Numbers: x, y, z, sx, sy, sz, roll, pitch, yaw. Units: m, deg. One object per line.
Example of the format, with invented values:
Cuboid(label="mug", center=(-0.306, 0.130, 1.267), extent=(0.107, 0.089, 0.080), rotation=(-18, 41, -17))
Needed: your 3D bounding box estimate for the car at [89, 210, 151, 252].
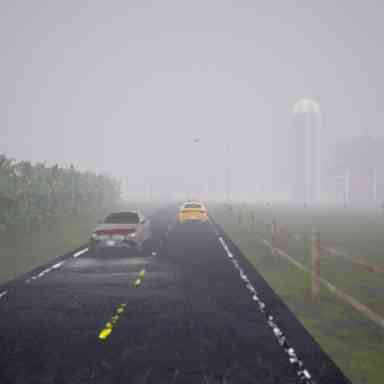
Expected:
Cuboid(label="car", center=(-2.827, 1.530, 13.962), extent=(1.812, 1.442, 4.674), rotation=(0, 0, 0))

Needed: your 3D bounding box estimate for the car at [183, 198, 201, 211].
Cuboid(label="car", center=(0.015, 1.520, 43.003), extent=(2.128, 1.511, 4.902), rotation=(0, 0, 0))

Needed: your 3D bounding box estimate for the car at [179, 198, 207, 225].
Cuboid(label="car", center=(0.061, 1.489, 24.332), extent=(1.882, 1.535, 5.008), rotation=(0, 0, 0))
